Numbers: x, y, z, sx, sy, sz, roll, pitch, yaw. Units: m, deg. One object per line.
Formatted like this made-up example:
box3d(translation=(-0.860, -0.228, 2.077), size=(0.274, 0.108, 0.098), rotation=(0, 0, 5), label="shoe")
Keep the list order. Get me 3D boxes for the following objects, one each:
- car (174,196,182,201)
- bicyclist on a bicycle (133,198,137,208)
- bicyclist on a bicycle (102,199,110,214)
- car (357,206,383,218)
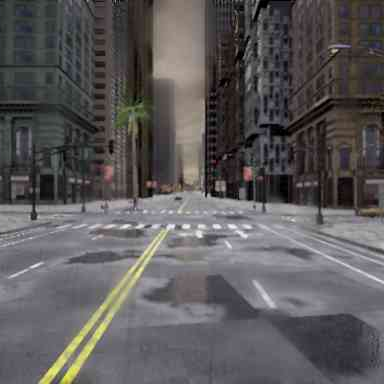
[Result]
box3d(translation=(-3.368, 1.637, 82.423), size=(1.895, 1.301, 4.718), rotation=(0, 0, 0), label="car")
box3d(translation=(-8.850, 1.734, 51.765), size=(0.582, 1.620, 1.656), rotation=(0, 0, 0), label="bicyclist on a bicycle")
box3d(translation=(-9.178, 1.582, 35.528), size=(0.866, 1.612, 1.509), rotation=(1, -2, -5), label="bicyclist on a bicycle")
box3d(translation=(20.540, 2.046, 36.038), size=(4.829, 1.417, 1.752), rotation=(1, -1, 0), label="car")
